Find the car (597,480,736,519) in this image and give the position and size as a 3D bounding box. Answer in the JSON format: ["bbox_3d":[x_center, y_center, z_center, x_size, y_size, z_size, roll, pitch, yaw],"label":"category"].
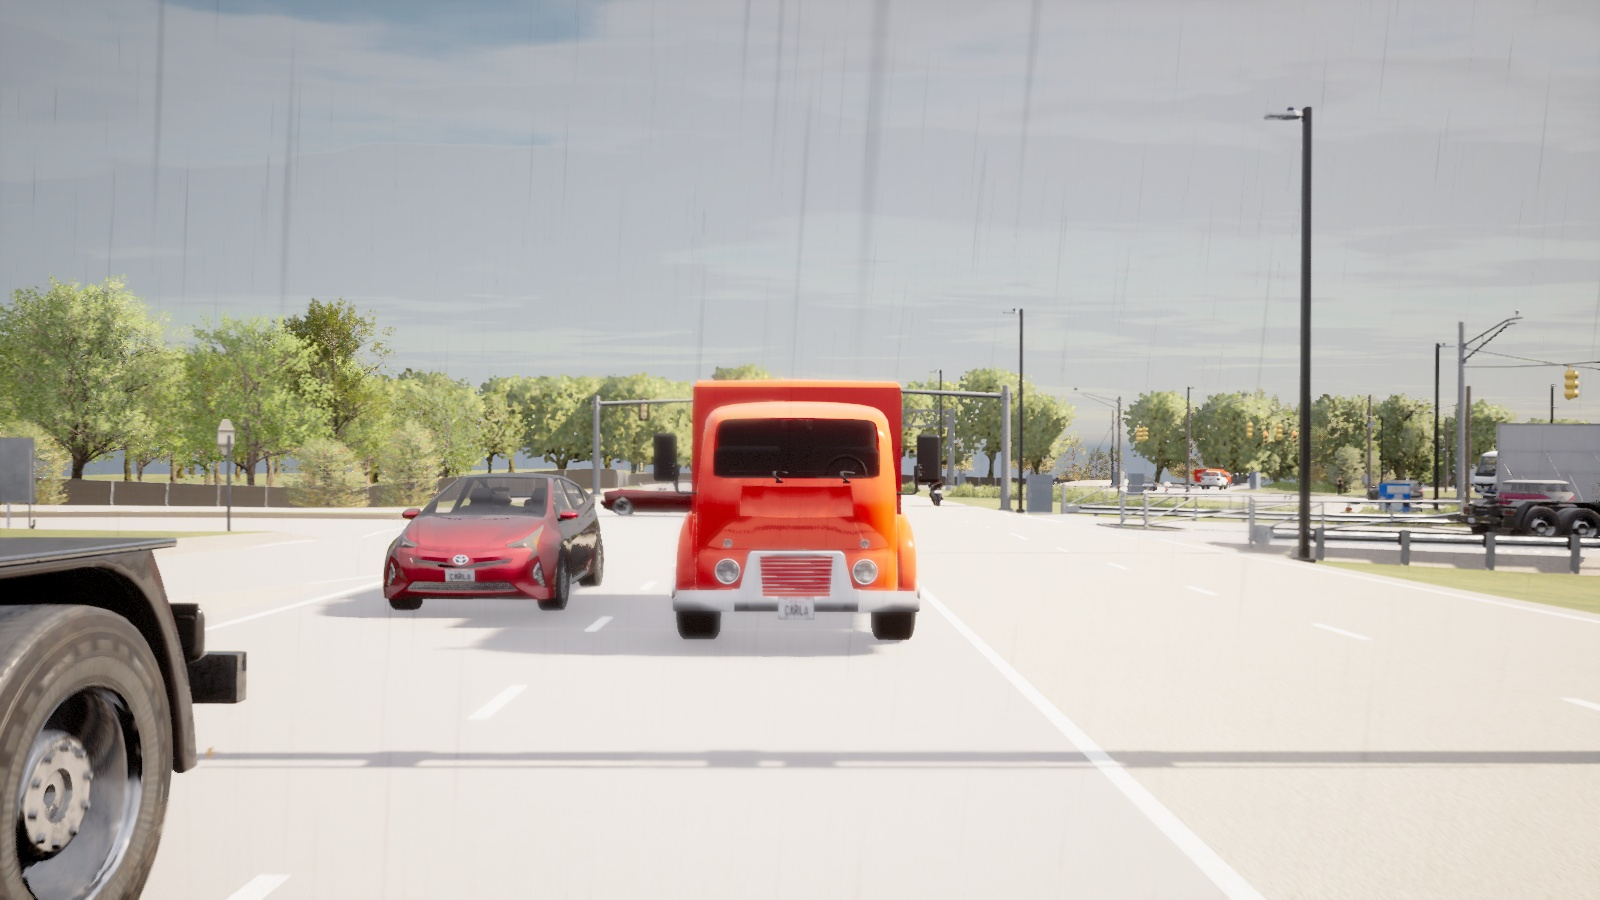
[{"bbox_3d":[-4.636,1.722,44.072,4.718,1.301,1.895,0,-1,-1],"label":"car"}]

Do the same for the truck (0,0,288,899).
[{"bbox_3d":[-3.507,-0.135,1.100,2.891,3.462,7.936,0,-1,0],"label":"truck"}]

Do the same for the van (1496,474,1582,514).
[{"bbox_3d":[37.932,2.230,64.609,1.775,1.987,4.442,0,-1,0],"label":"van"}]

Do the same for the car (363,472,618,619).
[{"bbox_3d":[-3.537,1.031,15.302,2.007,1.525,4.514,0,-1,0],"label":"car"}]

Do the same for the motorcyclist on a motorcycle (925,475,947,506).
[{"bbox_3d":[6.848,2.049,63.257,0.866,1.530,2.191,0,-1,0],"label":"motorcyclist on a motorcycle"}]

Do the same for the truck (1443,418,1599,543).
[{"bbox_3d":[23.415,0.907,36.548,7.936,3.462,2.891,1,-1,-1],"label":"truck"}]

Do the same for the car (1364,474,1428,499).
[{"bbox_3d":[41.502,2.541,87.576,2.242,1.667,4.611,0,-1,0],"label":"car"}]

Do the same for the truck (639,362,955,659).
[{"bbox_3d":[-0.034,0.547,13.066,2.627,2.467,5.204,0,-1,0],"label":"truck"}]
